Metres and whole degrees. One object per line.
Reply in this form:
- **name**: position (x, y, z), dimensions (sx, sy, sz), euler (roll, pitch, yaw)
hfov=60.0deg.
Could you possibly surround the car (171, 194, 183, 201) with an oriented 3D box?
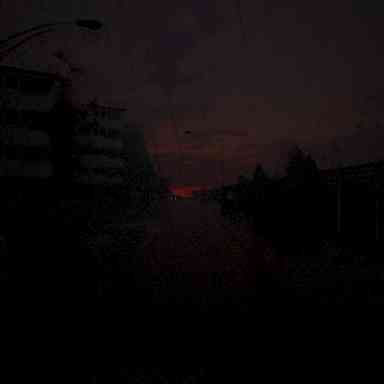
- **car**: position (-4.249, 1.502, 87.816), dimensions (1.837, 1.490, 4.892), euler (0, 0, 13)
